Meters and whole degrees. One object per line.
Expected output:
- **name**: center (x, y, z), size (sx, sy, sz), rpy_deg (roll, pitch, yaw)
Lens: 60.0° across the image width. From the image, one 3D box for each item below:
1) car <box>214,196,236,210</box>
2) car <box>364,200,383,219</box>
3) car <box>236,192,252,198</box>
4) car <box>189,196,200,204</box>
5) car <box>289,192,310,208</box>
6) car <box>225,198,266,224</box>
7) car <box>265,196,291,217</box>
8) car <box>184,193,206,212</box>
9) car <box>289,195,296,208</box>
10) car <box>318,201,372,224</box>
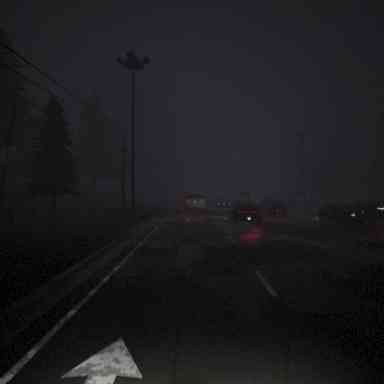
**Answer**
- **car**: center (3.807, 1.427, 41.431), size (2.033, 1.411, 5.357), rpy_deg (0, 0, 1)
- **car**: center (14.254, 1.415, 26.664), size (2.128, 1.511, 4.902), rpy_deg (0, 0, 0)
- **car**: center (7.365, 1.071, 48.345), size (2.150, 2.045, 5.566), rpy_deg (0, -1, 1)
- **car**: center (0.438, 1.394, 58.349), size (1.994, 1.385, 4.181), rpy_deg (0, 0, 0)
- **car**: center (14.355, 1.080, 45.579), size (2.150, 2.045, 5.566), rpy_deg (0, -1, 0)
- **car**: center (3.741, 1.437, 24.095), size (1.837, 1.490, 4.892), rpy_deg (0, 1, 0)
- **car**: center (7.279, 1.388, 30.735), size (1.882, 1.535, 5.008), rpy_deg (0, 0, 0)
- **car**: center (0.311, 1.112, 36.564), size (2.150, 2.045, 5.566), rpy_deg (0, 0, 0)
- **car**: center (10.809, 1.427, 41.295), size (2.033, 1.411, 5.357), rpy_deg (0, 0, 1)
- **car**: center (10.738, 1.494, 24.114), size (1.994, 1.385, 4.181), rpy_deg (0, 0, 0)
